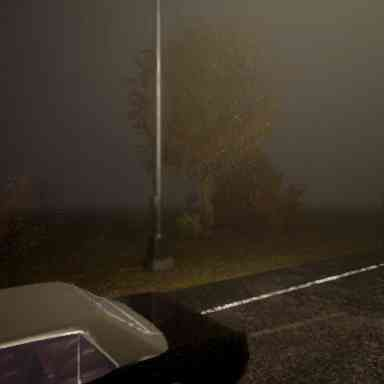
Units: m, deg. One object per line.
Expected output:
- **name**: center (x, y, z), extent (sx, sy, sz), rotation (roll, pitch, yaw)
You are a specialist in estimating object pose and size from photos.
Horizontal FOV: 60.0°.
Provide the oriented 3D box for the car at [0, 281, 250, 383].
- **car**: center (-1.831, 1.601, 2.686), extent (4.718, 1.301, 1.895), rotation (0, 0, -35)
